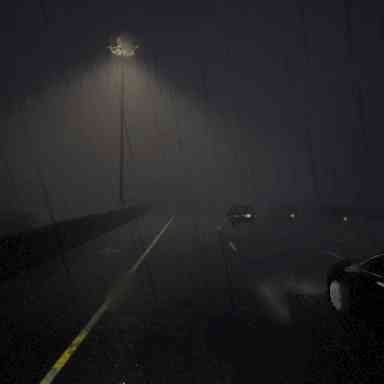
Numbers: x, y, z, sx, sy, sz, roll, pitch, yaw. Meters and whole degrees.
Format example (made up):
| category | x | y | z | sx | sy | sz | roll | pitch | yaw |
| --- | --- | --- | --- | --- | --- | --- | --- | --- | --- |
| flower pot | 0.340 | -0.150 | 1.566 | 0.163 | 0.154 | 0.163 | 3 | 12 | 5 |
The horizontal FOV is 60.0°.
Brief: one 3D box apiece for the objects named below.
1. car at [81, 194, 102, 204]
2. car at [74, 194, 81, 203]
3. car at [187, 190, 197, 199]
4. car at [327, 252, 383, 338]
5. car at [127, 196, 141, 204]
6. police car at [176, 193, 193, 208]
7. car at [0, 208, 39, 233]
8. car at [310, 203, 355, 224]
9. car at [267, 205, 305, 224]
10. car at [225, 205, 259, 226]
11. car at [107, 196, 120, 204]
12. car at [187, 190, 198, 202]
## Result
| category | x | y | z | sx | sy | sz | roll | pitch | yaw |
| --- | --- | --- | --- | --- | --- | --- | --- | --- | --- |
| car | -17.547 | 1.321 | 59.393 | 2.128 | 1.511 | 4.902 | 0 | 1 | 1 |
| car | -21.020 | 1.122 | 63.841 | 2.097 | 1.767 | 4.553 | 0 | 1 | 0 |
| car | -0.013 | 0.639 | 80.331 | 2.150 | 2.045 | 5.566 | 0 | 1 | 0 |
| car | 3.599 | 1.541 | 4.742 | 1.837 | 1.490 | 4.892 | 0 | 0 | 0 |
| car | -10.536 | 1.419 | 60.150 | 1.895 | 1.301 | 4.718 | 0 | 1 | 1 |
| police car | -1.234 | 1.389 | 47.578 | 1.930 | 1.638 | 5.238 | 0 | 1 | 0 |
| car | -10.604 | 1.633 | 18.690 | 2.033 | 1.411 | 5.357 | 0 | 0 | 0 |
| car | 10.595 | 1.589 | 25.403 | 1.837 | 1.490 | 4.892 | 0 | 0 | 0 |
| car | 7.095 | 1.648 | 25.476 | 1.994 | 1.385 | 4.181 | 0 | 0 | 0 |
| car | 3.595 | 1.632 | 24.454 | 2.033 | 1.411 | 5.357 | 0 | 0 | 0 |
| car | -14.033 | 1.414 | 60.498 | 1.895 | 1.301 | 4.718 | 0 | 1 | 1 |
| car | -0.010 | 0.982 | 65.322 | 2.150 | 2.045 | 5.566 | 0 | 1 | 0 |
